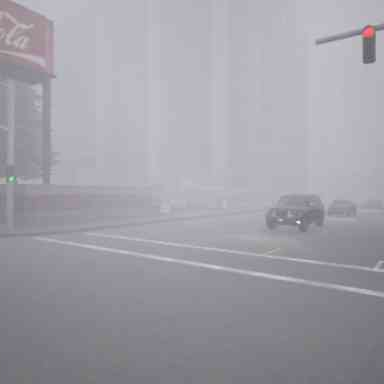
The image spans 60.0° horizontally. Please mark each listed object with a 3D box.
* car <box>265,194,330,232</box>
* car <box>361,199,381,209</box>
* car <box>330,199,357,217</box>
[{"bbox_3d":[6.429,1.172,20.340,2.150,2.045,5.566,1,0,36],"label":"car"},{"bbox_3d":[24.162,1.552,44.768,1.895,1.301,4.718,1,0,36],"label":"car"},{"bbox_3d":[13.820,1.456,30.583,1.837,1.490,4.892,1,0,36],"label":"car"}]
